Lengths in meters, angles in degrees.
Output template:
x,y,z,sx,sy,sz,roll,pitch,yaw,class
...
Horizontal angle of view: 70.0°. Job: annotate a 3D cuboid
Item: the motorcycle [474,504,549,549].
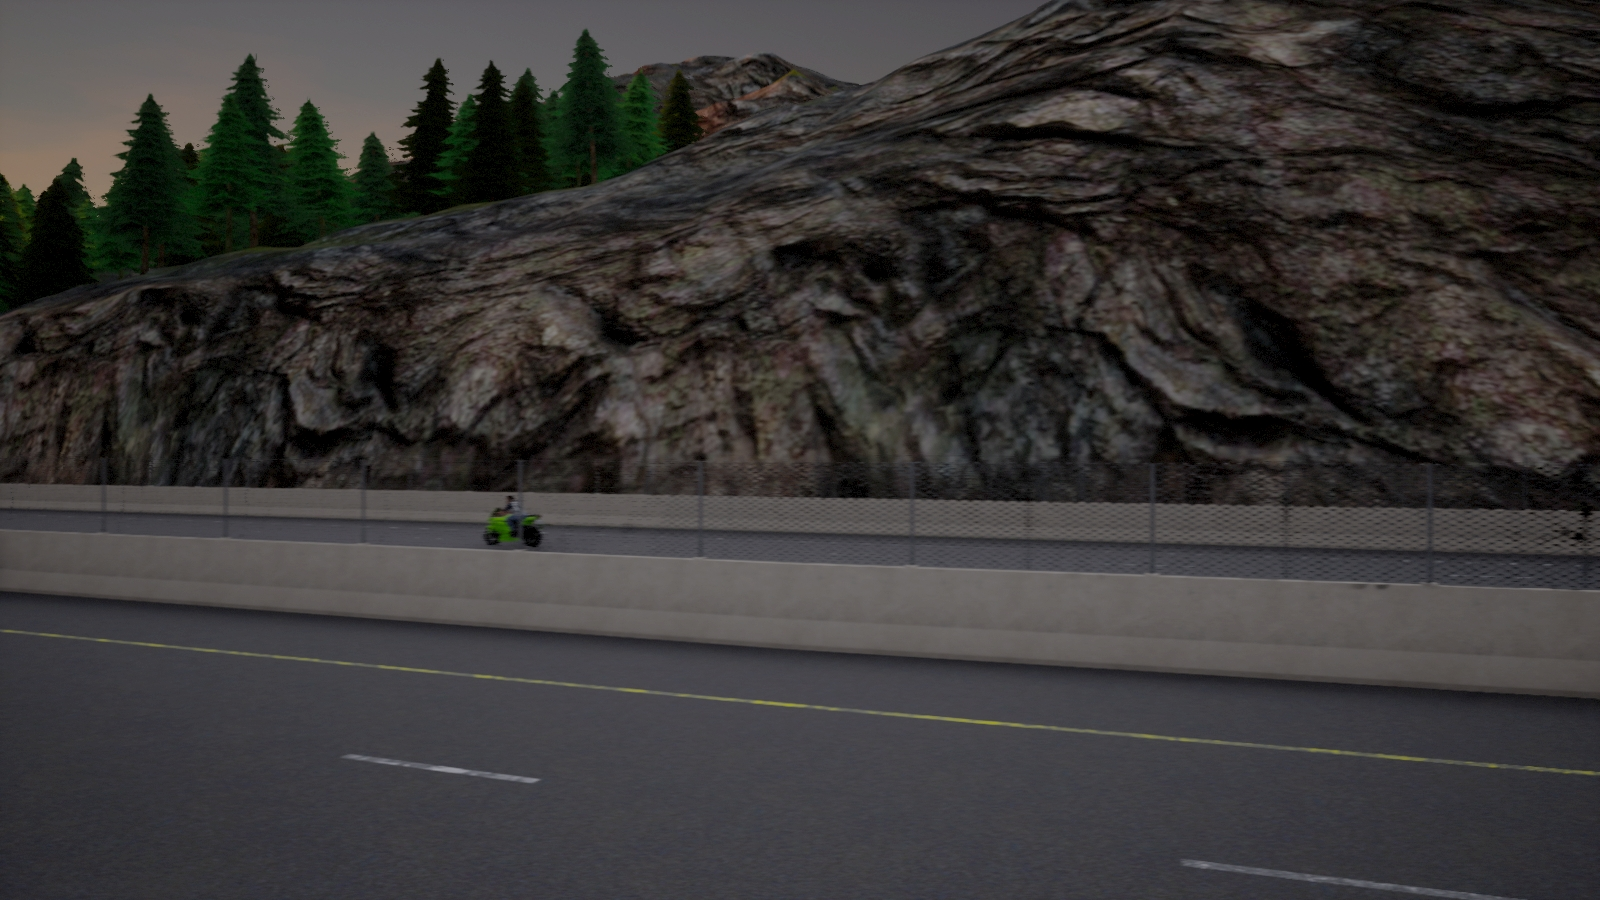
x,y,z,sx,sy,sz,roll,pitch,yaw,class
-8.339,2.204,33.053,2.033,1.217,0.803,0,0,23,motorcycle
